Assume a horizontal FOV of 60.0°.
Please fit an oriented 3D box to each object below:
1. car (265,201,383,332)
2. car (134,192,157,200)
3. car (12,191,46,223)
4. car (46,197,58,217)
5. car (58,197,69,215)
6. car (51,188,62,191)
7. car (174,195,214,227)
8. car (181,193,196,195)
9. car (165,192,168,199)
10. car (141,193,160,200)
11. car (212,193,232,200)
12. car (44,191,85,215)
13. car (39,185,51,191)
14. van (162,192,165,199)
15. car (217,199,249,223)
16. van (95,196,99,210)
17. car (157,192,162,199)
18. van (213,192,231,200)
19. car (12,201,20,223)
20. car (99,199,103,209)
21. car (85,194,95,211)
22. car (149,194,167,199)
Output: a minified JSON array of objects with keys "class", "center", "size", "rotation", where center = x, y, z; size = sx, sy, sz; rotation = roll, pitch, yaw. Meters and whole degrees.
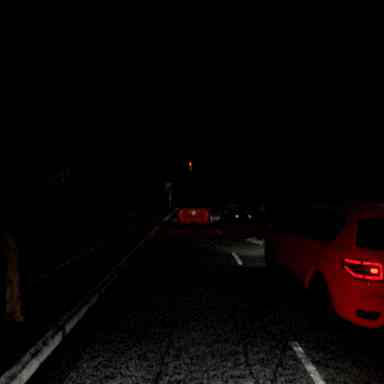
[{"class":"car","center":[3.100,1.195,6.930],"size":[2.150,2.045,5.566],"rotation":[0,0,0]},{"class":"car","center":[-11.456,1.272,79.744],"size":[4.792,1.488,2.163],"rotation":[-1,0,-15]},{"class":"car","center":[-13.822,1.203,23.874],"size":[5.566,2.045,2.435],"rotation":[-1,0,-20]},{"class":"car","center":[-13.962,1.455,26.824],"size":[5.366,1.575,1.946],"rotation":[-1,0,-20]},{"class":"car","center":[-13.773,1.499,29.891],"size":[4.674,1.452,2.002],"rotation":[-1,0,-20]},{"class":"car","center":[-28.175,0.057,70.608],"size":[2.002,1.452,4.674],"rotation":[6,-3,-19]},{"class":"car","center":[0.103,1.312,22.311],"size":[2.097,1.767,4.553],"rotation":[0,0,0]},{"class":"car","center":[0.171,1.326,36.122],"size":[2.097,1.767,4.553],"rotation":[0,0,0]},{"class":"car","center":[-10.027,1.227,91.700],"size":[4.892,1.521,2.231],"rotation":[-1,0,-14]},{"class":"car","center":[-10.719,1.106,85.689],"size":[4.553,1.767,2.185],"rotation":[-1,0,-14]},{"class":"car","center":[7.654,1.052,85.312],"size":[4.553,1.767,2.185],"rotation":[1,0,-14]},{"class":"car","center":[-13.794,1.211,32.887],"size":[5.566,2.045,2.435],"rotation":[-1,0,-20]},{"class":"car","center":[-31.169,-0.506,70.668],"size":[2.435,2.045,5.566],"rotation":[6,-3,-19]},{"class":"van","center":[-10.254,1.000,88.729],"size":[4.442,1.987,1.878],"rotation":[-1,0,-14]},{"class":"car","center":[3.108,1.489,25.148],"size":[1.812,1.442,4.674],"rotation":[0,0,0]},{"class":"van","center":[-13.606,1.241,38.960],"size":[4.442,1.987,1.878],"rotation":[-1,0,-19]},{"class":"car","center":[-10.812,1.227,82.737],"size":[5.366,1.575,1.946],"rotation":[-1,0,-15]},{"class":"van","center":[7.271,0.955,82.342],"size":[4.442,1.987,1.878],"rotation":[1,0,-14]},{"class":"car","center":[-13.822,1.481,20.870],"size":[4.792,1.488,2.163],"rotation":[-1,0,-20]},{"class":"car","center":[-13.631,1.345,41.938],"size":[4.553,1.767,2.185],"rotation":[-1,0,-19]},{"class":"car","center":[-13.721,1.213,35.924],"size":[5.566,2.045,2.435],"rotation":[-1,0,-20]},{"class":"car","center":[-9.654,1.262,94.695],"size":[4.674,1.452,2.002],"rotation":[-1,0,-13]}]
